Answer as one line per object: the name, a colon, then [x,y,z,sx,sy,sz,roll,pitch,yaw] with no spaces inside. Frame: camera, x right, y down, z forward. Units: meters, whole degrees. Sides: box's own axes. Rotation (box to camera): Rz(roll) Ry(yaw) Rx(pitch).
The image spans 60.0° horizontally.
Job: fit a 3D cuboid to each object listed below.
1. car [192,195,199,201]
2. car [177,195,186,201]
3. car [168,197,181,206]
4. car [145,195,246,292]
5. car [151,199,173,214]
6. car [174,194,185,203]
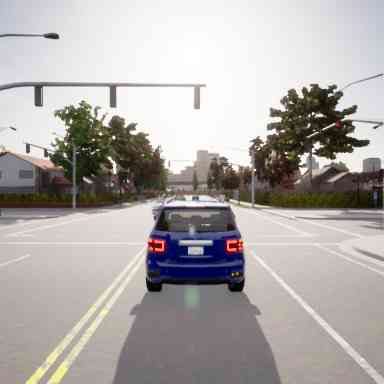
car: [0.961,1.477,88.056,1.882,1.535,5.008,0,0,0]
car: [-2.570,1.552,83.507,1.994,1.385,4.181,0,0,0]
car: [-2.851,1.600,55.487,1.895,1.301,4.718,0,0,1]
car: [0.074,1.222,9.098,2.150,2.045,5.566,0,0,0]
car: [-3.107,1.525,35.701,1.812,1.442,4.674,0,0,2]
car: [-2.665,1.354,69.481,2.097,1.767,4.553,0,0,0]
